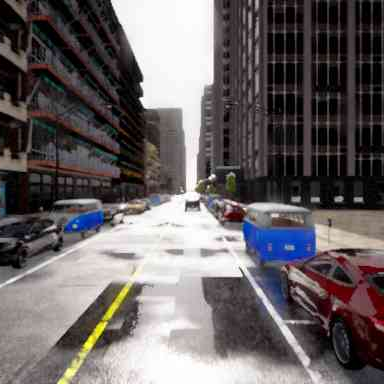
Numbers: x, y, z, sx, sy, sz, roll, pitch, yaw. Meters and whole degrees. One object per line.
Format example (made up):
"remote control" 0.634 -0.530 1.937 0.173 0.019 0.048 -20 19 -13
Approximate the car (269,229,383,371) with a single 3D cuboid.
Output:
"car" 2.691 1.559 5.375 1.802 1.307 4.206 0 0 0

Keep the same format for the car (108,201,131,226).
"car" -5.693 1.473 22.362 2.008 1.369 4.403 0 0 0

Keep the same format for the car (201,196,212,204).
"car" 2.678 1.399 62.010 1.887 1.381 4.507 0 0 0

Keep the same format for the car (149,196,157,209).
"car" -5.697 1.442 39.352 2.008 1.369 4.403 0 0 0

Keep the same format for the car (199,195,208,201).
"car" 2.675 1.383 78.999 1.887 1.381 4.507 0 0 0

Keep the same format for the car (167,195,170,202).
"car" -5.702 1.420 62.009 1.947 1.339 4.313 0 0 0

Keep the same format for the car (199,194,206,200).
"car" 2.673 1.363 84.831 1.752 1.417 4.829 0 0 0

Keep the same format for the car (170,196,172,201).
"car" -5.703 1.286 67.670 1.967 1.590 4.097 0 0 0

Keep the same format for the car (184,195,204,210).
"car" 0.091 1.381 40.560 2.128 1.511 4.902 0 0 0

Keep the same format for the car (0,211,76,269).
"car" -5.690 1.521 11.036 1.947 1.339 4.313 0 0 0

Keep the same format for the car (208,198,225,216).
"car" 2.685 1.461 28.027 2.008 1.369 4.403 0 0 0

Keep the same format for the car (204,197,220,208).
"car" 2.682 1.427 45.018 1.887 1.381 4.507 0 0 0

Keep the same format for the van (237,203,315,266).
"van" 2.690 1.297 11.037 1.690 1.788 3.998 0 0 0

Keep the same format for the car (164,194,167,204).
"car" -5.701 1.389 56.174 1.752 1.417 4.829 0 0 0

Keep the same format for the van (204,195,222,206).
"van" 2.683 1.232 39.353 1.690 1.788 3.998 0 0 0

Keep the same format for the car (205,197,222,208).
"car" 2.684 1.451 33.689 2.008 1.369 4.403 0 0 0

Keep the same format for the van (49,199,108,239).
"van" -5.691 1.278 16.700 1.690 1.788 3.998 0 0 0

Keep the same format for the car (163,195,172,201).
"car" -5.705 1.363 78.827 1.752 1.417 4.829 0 0 0

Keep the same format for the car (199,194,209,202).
"car" 2.676 1.280 73.337 1.967 1.590 4.097 0 0 0

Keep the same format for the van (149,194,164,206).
"van" -5.699 1.214 50.680 1.690 1.788 3.998 0 0 0

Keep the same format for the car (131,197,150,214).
"car" -5.696 1.425 33.518 1.752 1.417 4.829 0 0 0

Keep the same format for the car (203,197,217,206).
"car" 2.681 1.424 50.682 2.008 1.369 4.403 0 0 0

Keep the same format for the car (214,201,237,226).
"car" 2.687 1.504 22.363 1.802 1.307 4.206 0 0 0
